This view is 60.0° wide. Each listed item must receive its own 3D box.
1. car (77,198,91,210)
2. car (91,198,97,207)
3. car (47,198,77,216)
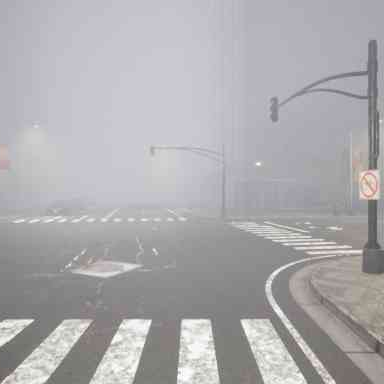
[{"bbox_3d":[-14.783,1.503,43.294,1.882,1.535,5.008,0,0,-9],"label":"car"},{"bbox_3d":[-16.375,1.600,53.139,1.994,1.385,4.181,0,0,-9],"label":"car"},{"bbox_3d":[-13.196,1.542,33.462,1.812,1.442,4.674,0,0,-10],"label":"car"}]
